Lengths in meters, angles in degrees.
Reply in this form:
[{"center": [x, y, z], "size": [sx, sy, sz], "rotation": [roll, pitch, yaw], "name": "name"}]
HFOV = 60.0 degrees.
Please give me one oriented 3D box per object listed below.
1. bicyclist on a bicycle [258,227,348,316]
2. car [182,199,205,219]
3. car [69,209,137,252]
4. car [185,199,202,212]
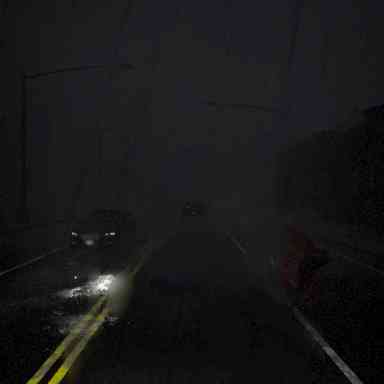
[{"center": [1.992, 1.453, 6.020], "size": [1.656, 1.620, 0.582], "rotation": [-2, 0, 0], "name": "bicyclist on a bicycle"}, {"center": [0.146, 1.492, 29.563], "size": [2.128, 1.511, 4.902], "rotation": [0, 0, 0], "name": "car"}, {"center": [-3.555, 1.491, 14.023], "size": [2.128, 1.511, 4.902], "rotation": [0, 0, 0], "name": "car"}, {"center": [0.154, 1.563, 40.236], "size": [1.994, 1.385, 4.181], "rotation": [0, 0, 0], "name": "car"}]
